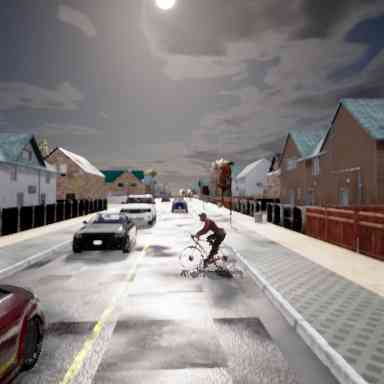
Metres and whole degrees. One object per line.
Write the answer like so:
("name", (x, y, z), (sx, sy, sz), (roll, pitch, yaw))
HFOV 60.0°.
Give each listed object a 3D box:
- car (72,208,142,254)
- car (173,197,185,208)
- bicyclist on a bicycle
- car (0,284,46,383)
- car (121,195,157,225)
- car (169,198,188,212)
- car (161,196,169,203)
("car", (-3.352, 1.557, 13.409), (1.994, 1.385, 4.181), (0, 0, -3))
("car", (-1.946, 1.585, 51.015), (1.812, 1.442, 4.674), (0, 0, -2))
("bicyclist on a bicycle", (0.453, 1.399, 9.361), (1.656, 1.620, 0.582), (0, 0, -2))
("car", (-2.909, 1.562, 2.813), (1.994, 1.385, 4.181), (0, 0, -2))
("car", (-3.776, 1.220, 24.101), (2.150, 2.045, 5.566), (0, 0, -2))
("car", (-1.431, 1.550, 38.611), (1.812, 1.442, 4.674), (0, 0, -2))
("car", (-5.651, 1.644, 71.736), (1.837, 1.490, 4.892), (0, 0, -2))
